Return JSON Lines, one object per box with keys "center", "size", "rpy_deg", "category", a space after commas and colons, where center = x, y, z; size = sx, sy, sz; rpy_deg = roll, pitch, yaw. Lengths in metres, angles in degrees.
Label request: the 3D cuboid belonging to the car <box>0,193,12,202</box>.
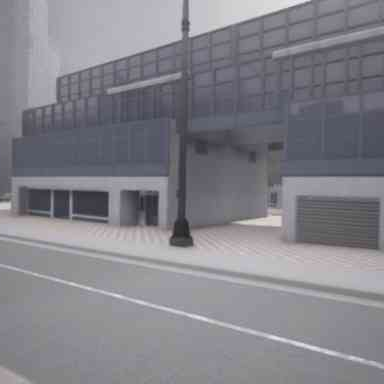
{"center": [-26.106, 0.747, 49.624], "size": [2.033, 1.411, 5.357], "rpy_deg": [2, 1, 36], "category": "car"}
